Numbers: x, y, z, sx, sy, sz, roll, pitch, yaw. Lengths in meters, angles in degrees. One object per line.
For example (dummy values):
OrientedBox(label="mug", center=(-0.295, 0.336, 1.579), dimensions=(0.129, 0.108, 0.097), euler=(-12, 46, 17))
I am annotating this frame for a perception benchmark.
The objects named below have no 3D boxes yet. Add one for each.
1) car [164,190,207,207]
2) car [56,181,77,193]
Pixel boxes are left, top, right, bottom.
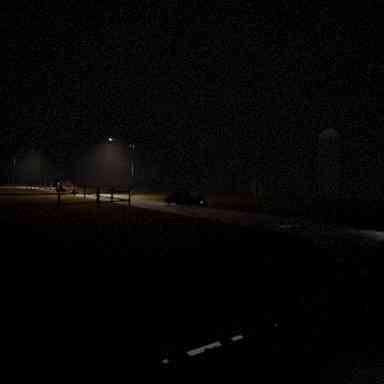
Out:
OrientedBox(label="car", center=(-0.627, 0.571, 29.814), dimensions=(1.812, 1.442, 4.674), euler=(2, 1, -39))
OrientedBox(label="car", center=(-18.819, -0.831, 49.887), dimensions=(2.097, 1.767, 4.553), euler=(2, 1, -36))
